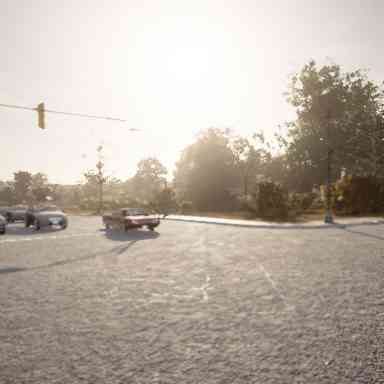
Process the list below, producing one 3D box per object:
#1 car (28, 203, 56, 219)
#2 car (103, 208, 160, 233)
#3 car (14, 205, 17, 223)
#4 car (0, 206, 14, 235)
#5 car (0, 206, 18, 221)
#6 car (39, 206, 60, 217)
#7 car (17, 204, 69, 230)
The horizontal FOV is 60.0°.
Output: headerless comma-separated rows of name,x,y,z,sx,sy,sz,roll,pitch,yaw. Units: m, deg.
car,-17.753,2.226,39.190,2.097,1.767,4.553,0,-3,-36
car,-3.729,1.600,19.652,1.895,1.301,4.718,0,-1,-33
car,-15.188,1.933,29.418,1.837,1.490,4.892,0,-2,-36
car,-11.753,1.587,18.779,2.128,1.511,4.902,0,-1,-36
car,-21.110,2.424,37.541,1.837,1.490,4.892,0,-3,-36
car,-21.693,2.966,50.531,1.812,1.442,4.674,0,-3,-36
car,-9.578,1.599,21.712,2.128,1.511,4.902,0,-1,-37
